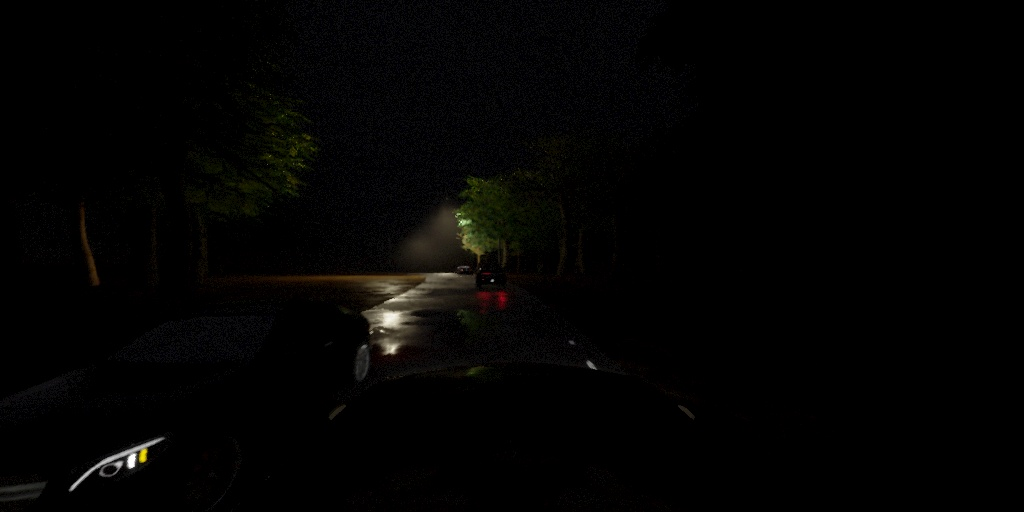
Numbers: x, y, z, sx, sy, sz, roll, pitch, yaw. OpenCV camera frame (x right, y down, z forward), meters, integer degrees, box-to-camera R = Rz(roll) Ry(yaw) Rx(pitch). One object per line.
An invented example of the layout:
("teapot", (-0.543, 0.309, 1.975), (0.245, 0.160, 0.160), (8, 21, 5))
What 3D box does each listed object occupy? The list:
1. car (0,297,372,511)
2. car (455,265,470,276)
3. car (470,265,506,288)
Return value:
("car", (-3.193, 1.276, 4.284), (1.812, 1.442, 4.674), (1, 0, -1))
("car", (-6.662, 1.992, 49.359), (2.033, 1.411, 5.357), (-1, -2, -17))
("car", (-1.548, 1.347, 24.612), (2.128, 1.511, 4.902), (0, -1, -8))
